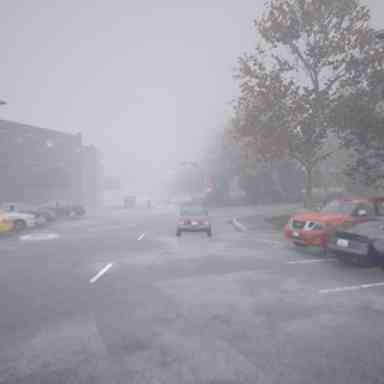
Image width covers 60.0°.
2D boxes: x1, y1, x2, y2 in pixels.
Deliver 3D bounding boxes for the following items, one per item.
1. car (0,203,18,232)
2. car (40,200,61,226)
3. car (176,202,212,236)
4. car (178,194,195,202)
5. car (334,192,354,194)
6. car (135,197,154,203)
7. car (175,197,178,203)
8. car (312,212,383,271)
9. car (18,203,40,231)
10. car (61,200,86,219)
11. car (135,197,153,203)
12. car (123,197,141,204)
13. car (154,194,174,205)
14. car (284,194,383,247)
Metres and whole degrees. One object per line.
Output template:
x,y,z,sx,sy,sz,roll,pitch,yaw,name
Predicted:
-11.591,1.461,15.897,5.366,1.575,1.946,-1,0,-20,car
-11.428,1.454,21.835,4.892,1.521,2.231,-1,0,-20,car
0.097,1.520,18.256,2.033,1.411,5.357,0,0,0,car
-0.664,1.507,51.439,2.097,1.535,5.008,0,-1,-1,car
15.956,0.731,33.964,4.902,1.511,2.128,-3,1,2,car
-11.178,1.934,76.519,1.812,1.442,4.674,-1,-1,-32,car
-1.027,1.317,57.425,2.435,2.045,5.566,0,-1,-7,car
6.421,1.499,10.133,4.792,1.488,2.163,1,0,-20,car
-11.422,1.497,18.901,4.674,1.452,2.002,-1,0,-20,car
-11.419,1.446,27.697,4.892,1.521,2.231,-1,0,-20,car
-11.964,1.986,83.209,2.097,1.535,5.008,-1,0,-41,car
-15.792,2.165,87.643,4.892,1.521,2.231,-4,-2,42,car
-5.202,1.373,61.625,2.150,2.045,5.566,0,-1,-11,car
6.373,1.214,13.050,5.566,2.045,2.435,1,0,-20,car
